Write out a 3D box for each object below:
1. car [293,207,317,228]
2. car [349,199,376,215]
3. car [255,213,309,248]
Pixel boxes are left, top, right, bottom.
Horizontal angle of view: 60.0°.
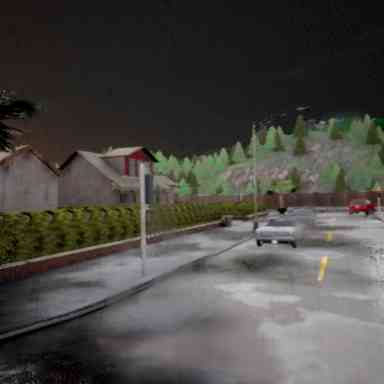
[{"bbox_3d":[8.803,1.999,26.292,1.837,1.490,4.892,-2,-2,24],"label":"car"},{"bbox_3d":[21.869,1.876,42.748,2.150,2.045,5.566,-3,-2,39],"label":"car"},{"bbox_3d":[4.560,1.941,16.801,1.895,1.301,4.718,-2,-2,24],"label":"car"}]
